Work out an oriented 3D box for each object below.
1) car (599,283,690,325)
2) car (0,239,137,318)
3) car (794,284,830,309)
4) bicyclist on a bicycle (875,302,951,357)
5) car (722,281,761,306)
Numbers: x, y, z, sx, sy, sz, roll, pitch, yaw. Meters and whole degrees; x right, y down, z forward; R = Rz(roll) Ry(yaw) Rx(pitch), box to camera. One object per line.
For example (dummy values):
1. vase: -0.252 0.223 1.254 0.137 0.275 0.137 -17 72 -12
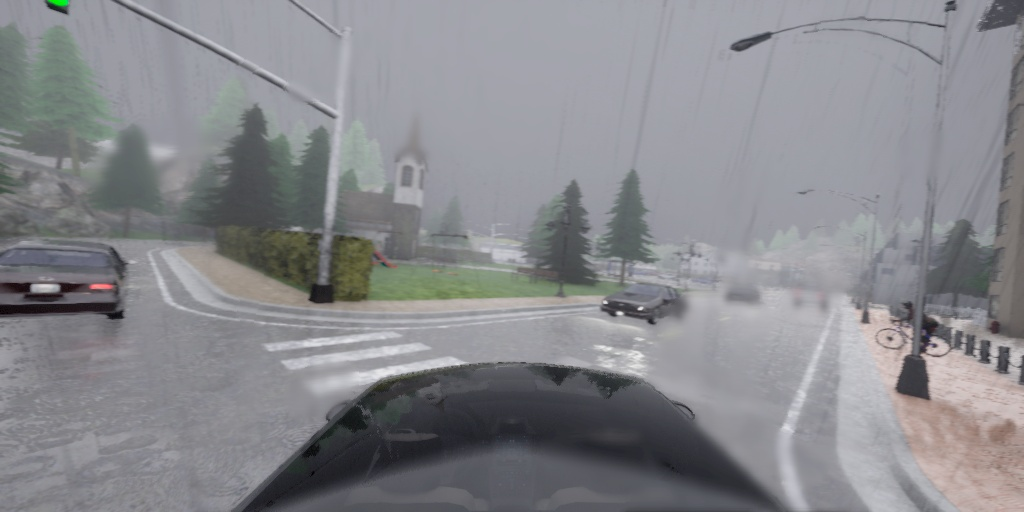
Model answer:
1. car: 5.698 1.841 14.769 2.033 1.411 5.357 6 0 43
2. car: -9.261 0.375 7.446 5.357 1.411 2.033 6 0 43
3. car: 27.620 3.676 33.065 2.150 2.045 5.566 6 0 43
4. bicyclist on a bicycle: 12.914 2.317 11.553 1.656 1.620 0.582 5 0 43
5. car: 18.443 3.051 28.529 1.837 1.490 4.892 6 0 43
